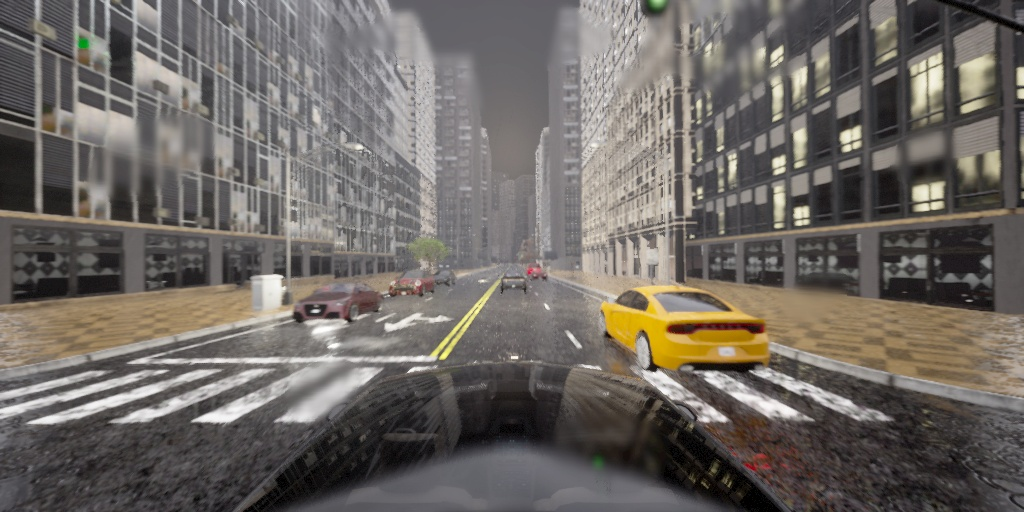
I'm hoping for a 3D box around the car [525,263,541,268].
[{"bbox_3d":[3.277,2.156,54.213,2.150,2.045,5.566,-1,-1,0],"label":"car"}]

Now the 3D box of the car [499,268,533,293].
[{"bbox_3d":[0.111,1.837,25.984,2.128,1.511,4.902,-1,-1,0],"label":"car"}]

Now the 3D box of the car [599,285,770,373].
[{"bbox_3d":[3.350,1.394,8.075,1.882,1.535,5.008,0,-1,0],"label":"car"}]

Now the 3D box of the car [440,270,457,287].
[{"bbox_3d":[-6.486,2.095,34.219,1.837,1.490,4.892,-1,-1,0],"label":"car"}]

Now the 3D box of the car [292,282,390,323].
[{"bbox_3d":[-6.591,1.708,14.021,1.994,1.385,4.181,-1,-1,0],"label":"car"}]

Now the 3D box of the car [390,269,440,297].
[{"bbox_3d":[-6.555,1.718,24.024,2.097,1.767,4.553,-1,-1,0],"label":"car"}]

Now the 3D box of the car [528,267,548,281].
[{"bbox_3d":[3.273,2.314,44.014,1.895,1.301,4.718,-1,-1,0],"label":"car"}]
